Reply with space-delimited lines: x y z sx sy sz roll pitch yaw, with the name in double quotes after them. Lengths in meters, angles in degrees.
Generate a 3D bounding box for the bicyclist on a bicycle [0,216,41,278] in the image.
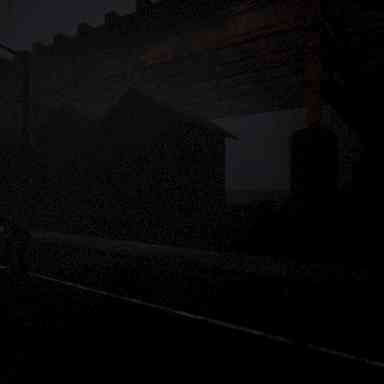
-4.763 1.450 8.762 0.582 1.620 1.656 0 2 35 "bicyclist on a bicycle"
